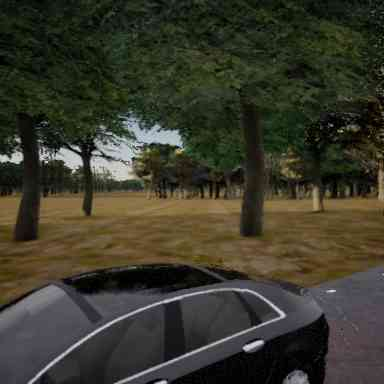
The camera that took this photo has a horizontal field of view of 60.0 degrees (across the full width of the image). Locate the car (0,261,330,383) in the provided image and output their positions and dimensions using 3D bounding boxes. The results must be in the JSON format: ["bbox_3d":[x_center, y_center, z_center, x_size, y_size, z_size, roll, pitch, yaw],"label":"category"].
[{"bbox_3d":[-0.736,1.507,2.920,4.892,1.490,1.837,0,0,-36],"label":"car"}]
